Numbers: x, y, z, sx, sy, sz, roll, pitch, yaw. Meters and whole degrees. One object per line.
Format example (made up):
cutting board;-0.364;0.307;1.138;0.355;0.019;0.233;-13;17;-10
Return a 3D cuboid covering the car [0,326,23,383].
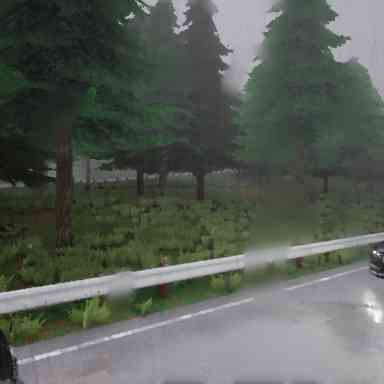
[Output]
car;-3.252;1.564;1.839;4.181;1.385;1.994;0;0;-33

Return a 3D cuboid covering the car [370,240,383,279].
car;6.610;1.492;8.885;4.902;1.511;2.128;0;0;-36
